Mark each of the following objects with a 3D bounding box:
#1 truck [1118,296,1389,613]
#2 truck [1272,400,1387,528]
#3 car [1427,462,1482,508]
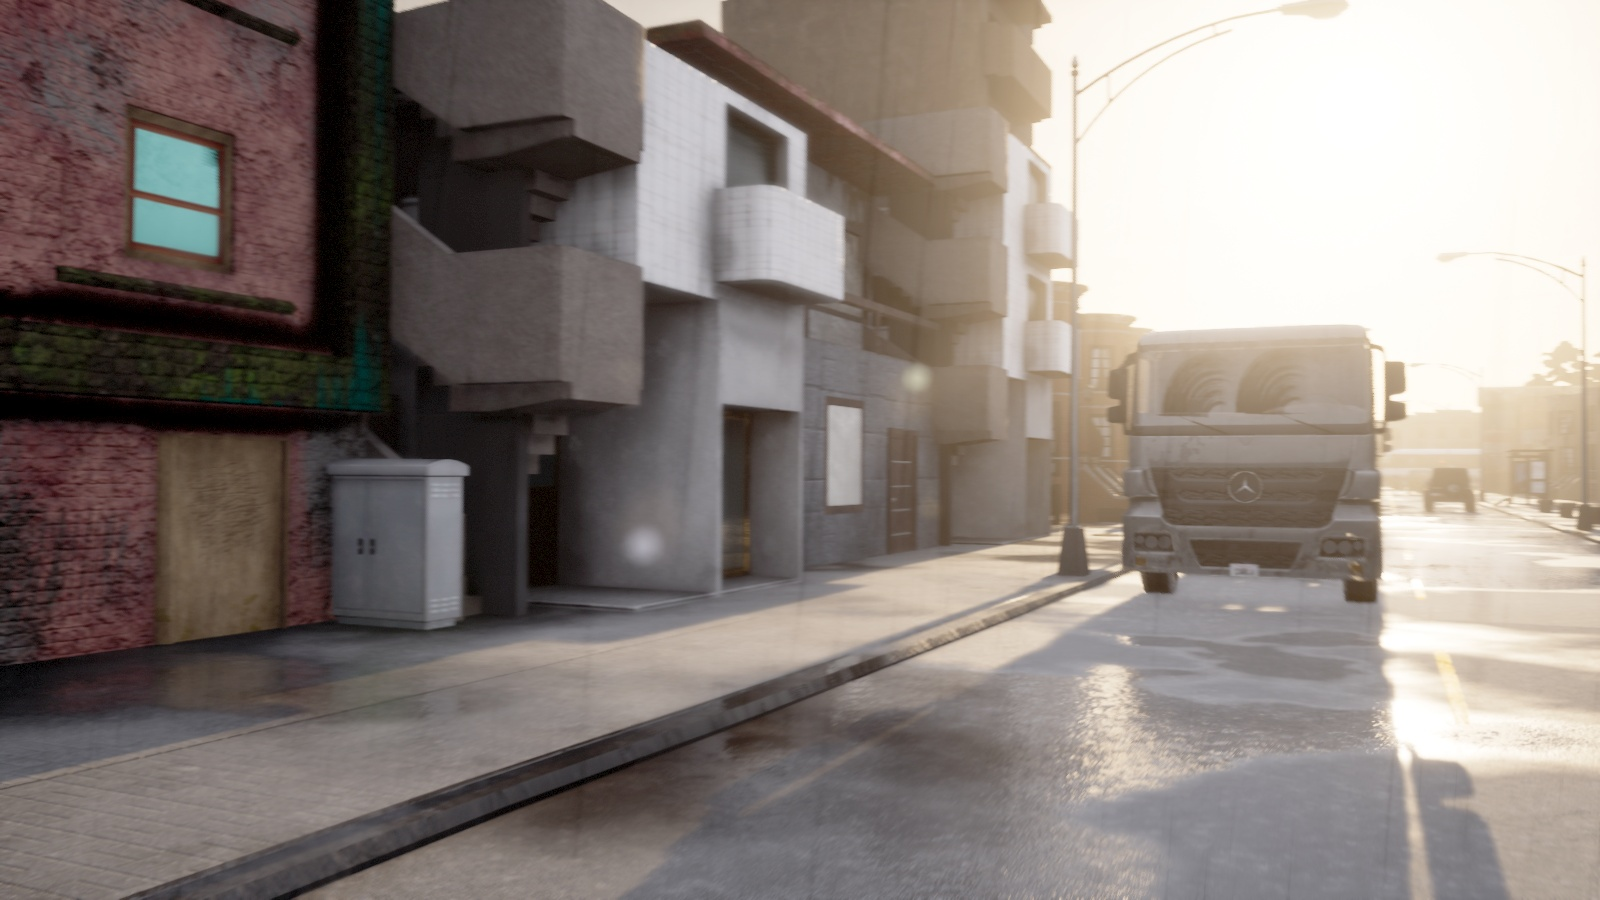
[{"bbox_3d":[6.784,0.120,17.926,2.891,3.462,7.936,-1,-1,25],"label":"truck"},{"bbox_3d":[16.204,0.443,38.104,2.891,3.462,7.936,-1,-1,25],"label":"truck"},{"bbox_3d":[27.844,1.459,53.518,1.905,1.878,3.866,-1,-1,25],"label":"car"}]
